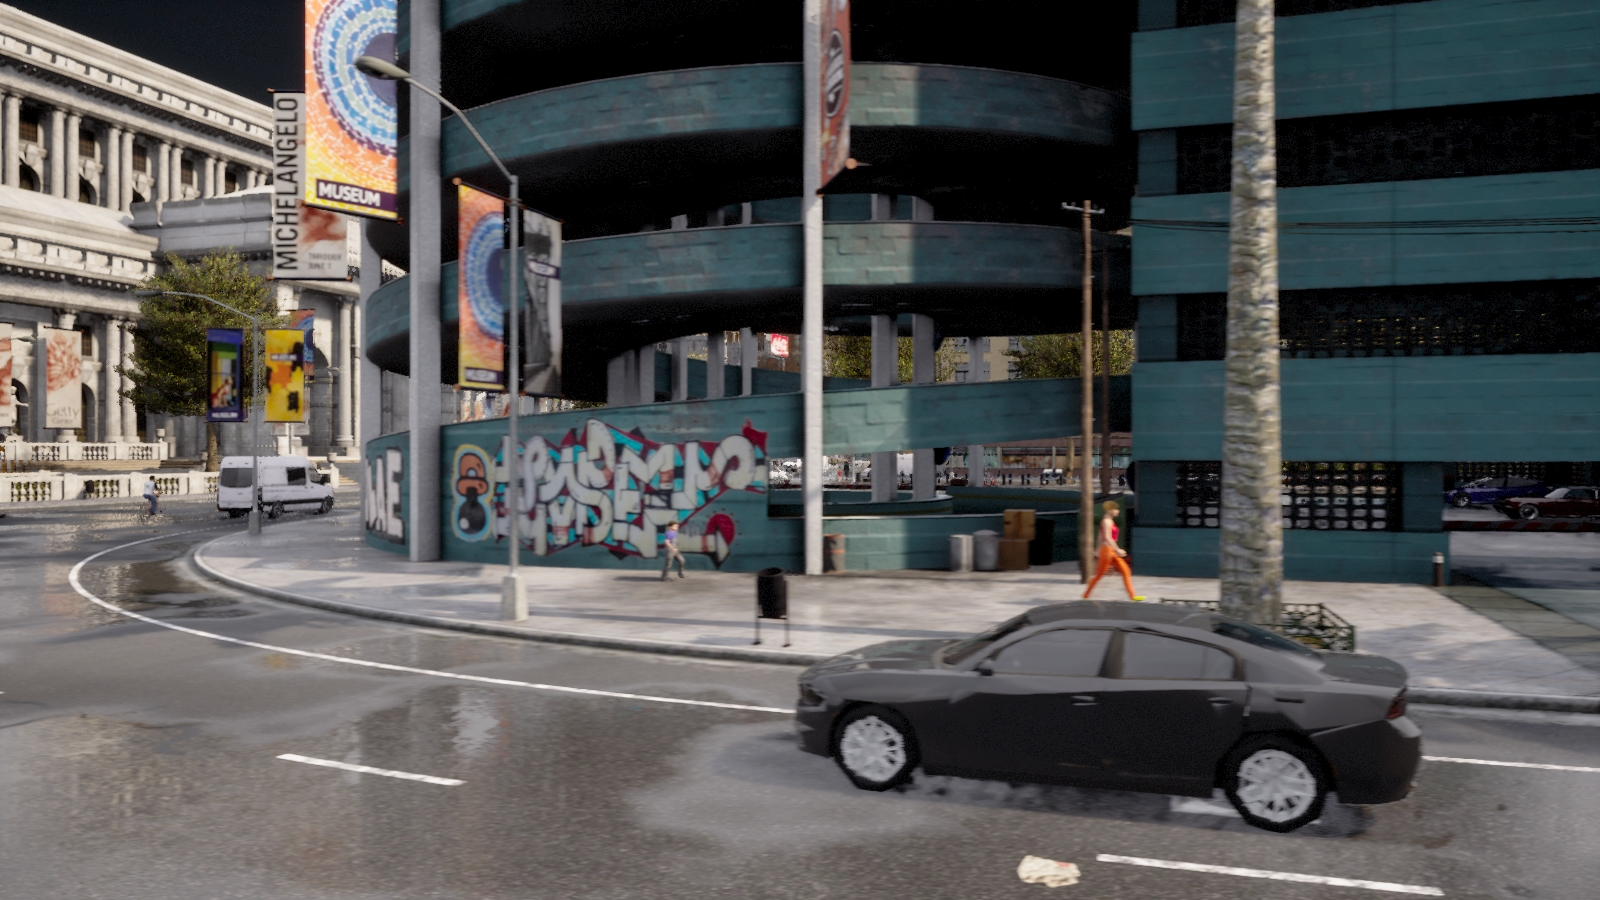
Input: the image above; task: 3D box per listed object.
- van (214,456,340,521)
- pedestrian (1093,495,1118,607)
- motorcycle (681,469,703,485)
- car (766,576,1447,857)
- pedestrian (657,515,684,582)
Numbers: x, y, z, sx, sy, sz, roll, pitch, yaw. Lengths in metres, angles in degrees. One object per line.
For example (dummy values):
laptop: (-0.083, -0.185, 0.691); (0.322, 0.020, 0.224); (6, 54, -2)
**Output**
van: (-22.028, 1.538, 48.481); (1.988, 2.561, 5.915); (0, 0, 8)
pedestrian: (5.171, 1.698, 19.340); (0.375, 1.860, 0.375); (0, 0, 22)
motorcycle: (-8.695, 2.179, 92.031); (0.764, 1.277, 2.356); (0, 0, 20)
car: (2.422, 2.035, 9.666); (5.006, 1.535, 2.097); (0, 0, 19)
pedestrian: (-2.603, 1.978, 22.977); (0.375, 1.300, 0.375); (0, 0, 29)
